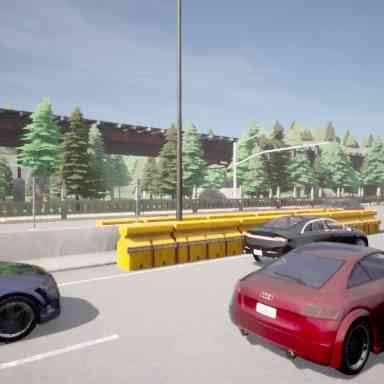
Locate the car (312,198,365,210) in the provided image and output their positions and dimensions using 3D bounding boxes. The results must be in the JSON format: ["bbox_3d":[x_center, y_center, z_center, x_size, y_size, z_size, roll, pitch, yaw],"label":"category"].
[{"bbox_3d":[10.569,1.351,24.331,4.553,1.767,2.097,0,0,-31],"label":"car"}]

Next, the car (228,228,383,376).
[{"bbox_3d":[2.637,1.564,5.639,4.181,1.385,1.994,0,0,-35],"label":"car"}]

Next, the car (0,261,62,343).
[{"bbox_3d":[-4.237,1.564,5.021,4.181,1.385,1.994,0,0,-36],"label":"car"}]

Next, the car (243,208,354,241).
[{"bbox_3d":[3.829,1.491,10.786,4.902,1.511,2.128,0,0,-36],"label":"car"}]
